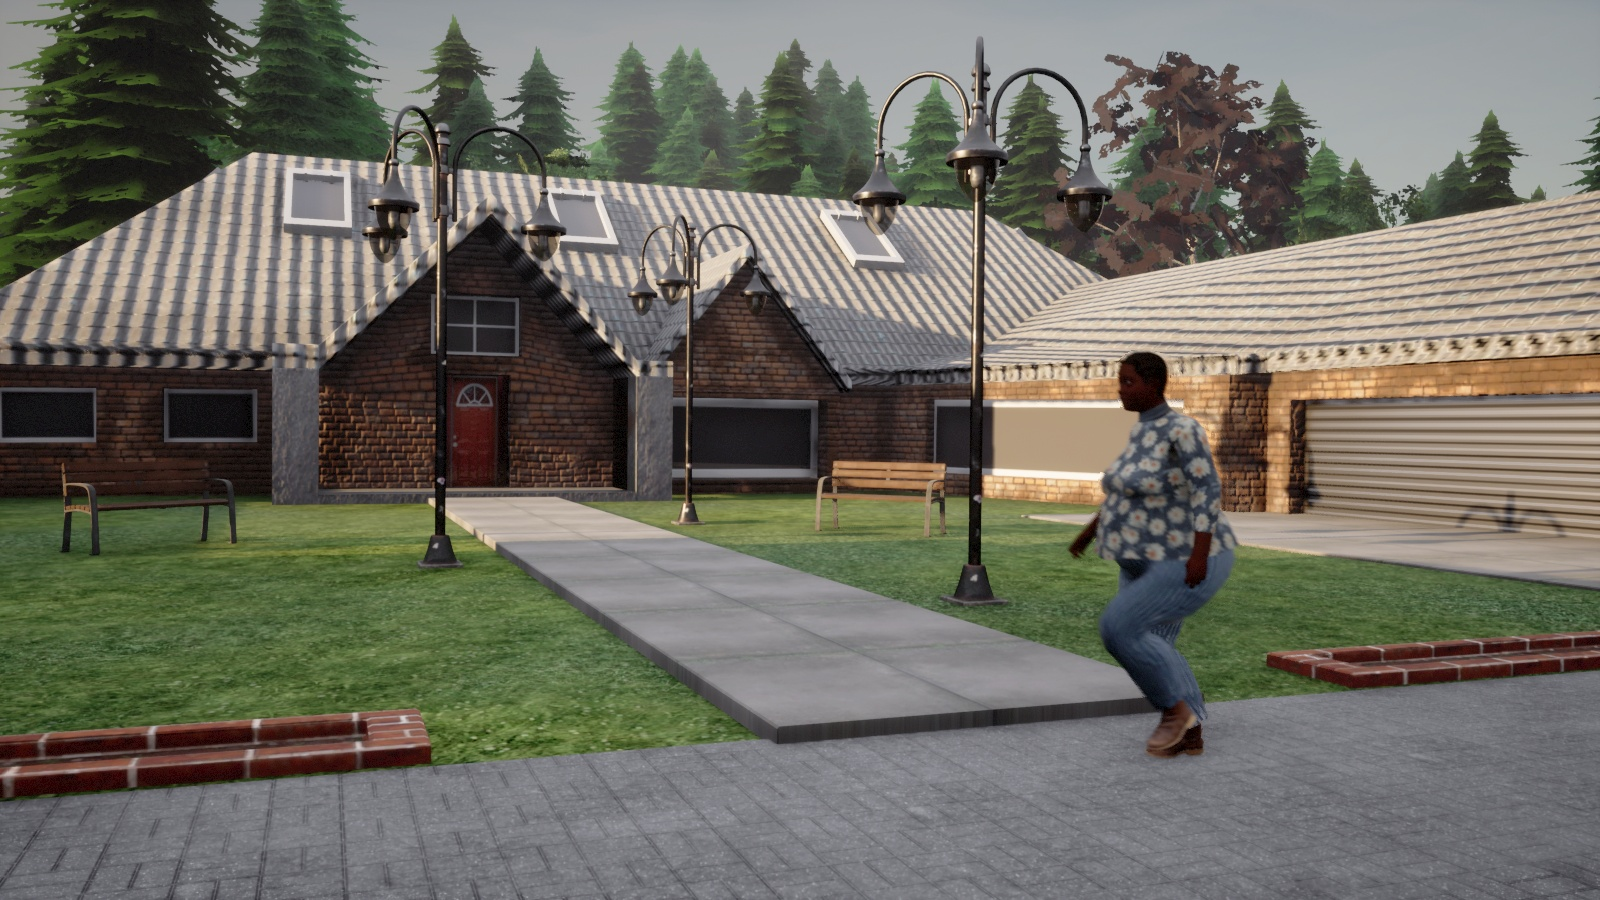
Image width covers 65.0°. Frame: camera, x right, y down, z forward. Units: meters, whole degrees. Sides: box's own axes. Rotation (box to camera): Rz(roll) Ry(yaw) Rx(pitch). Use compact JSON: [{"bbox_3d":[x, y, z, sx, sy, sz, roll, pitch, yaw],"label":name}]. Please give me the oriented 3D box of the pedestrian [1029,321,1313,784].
[{"bbox_3d":[1.590,0.401,5.519,0.900,1.855,0.874,-1,1,-8],"label":"pedestrian"}]
